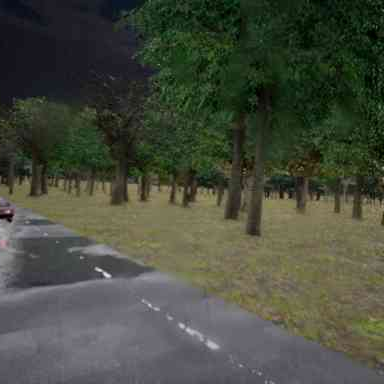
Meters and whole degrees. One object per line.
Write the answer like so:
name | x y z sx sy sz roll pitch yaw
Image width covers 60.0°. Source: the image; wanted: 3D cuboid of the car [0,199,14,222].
car | -12.254 1.063 20.484 1.895 1.301 4.718 3 0 -34
